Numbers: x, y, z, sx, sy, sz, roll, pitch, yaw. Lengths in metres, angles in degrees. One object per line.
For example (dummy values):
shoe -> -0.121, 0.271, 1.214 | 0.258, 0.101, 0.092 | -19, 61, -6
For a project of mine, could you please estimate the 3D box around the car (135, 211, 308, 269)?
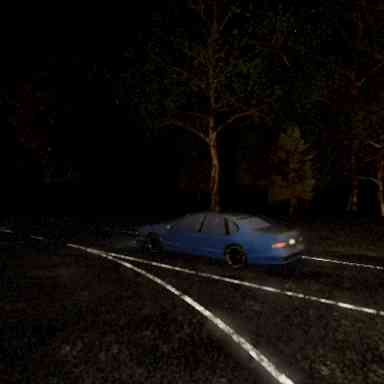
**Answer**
car -> 0.646, 1.287, 10.162 | 5.357, 1.411, 2.033 | 1, 2, 39
